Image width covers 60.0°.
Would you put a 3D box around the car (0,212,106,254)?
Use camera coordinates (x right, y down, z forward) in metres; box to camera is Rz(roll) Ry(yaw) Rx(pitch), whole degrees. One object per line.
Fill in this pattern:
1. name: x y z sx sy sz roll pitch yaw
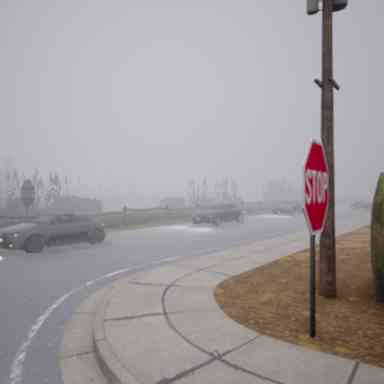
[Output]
1. car: -5.594 1.536 13.453 1.994 1.385 4.181 0 0 38

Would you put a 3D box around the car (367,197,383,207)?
1. car: 27.844 1.495 50.168 1.812 1.442 4.674 0 0 38

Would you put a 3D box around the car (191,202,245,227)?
1. car: 1.889 1.476 23.014 1.837 1.490 4.892 0 0 38

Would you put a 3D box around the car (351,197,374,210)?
1. car: 21.526 1.495 42.088 1.812 1.442 4.674 0 0 38

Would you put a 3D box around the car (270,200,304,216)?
1. car: 9.690 1.519 32.963 2.033 1.411 5.357 0 0 38
